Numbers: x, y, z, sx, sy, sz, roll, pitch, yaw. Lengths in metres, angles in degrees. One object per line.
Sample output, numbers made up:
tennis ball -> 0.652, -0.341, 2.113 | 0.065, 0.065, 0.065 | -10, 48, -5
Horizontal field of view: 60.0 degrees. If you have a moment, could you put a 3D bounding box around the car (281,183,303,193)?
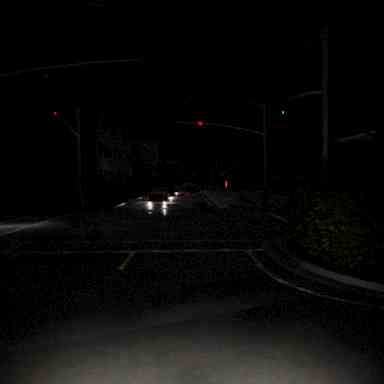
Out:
car -> 15.263, -0.538, 52.100 | 2.007, 1.523, 4.514 | -1, 2, 0

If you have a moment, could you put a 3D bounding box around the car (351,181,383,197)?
car -> 22.256, -0.468, 42.123 | 1.932, 1.855, 4.605 | -1, 2, 0

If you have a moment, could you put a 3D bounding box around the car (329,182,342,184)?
car -> 25.301, -1.045, 59.514 | 2.152, 1.636, 5.027 | -1, 2, 0

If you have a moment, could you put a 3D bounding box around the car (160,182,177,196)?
car -> -3.750, -0.473, 48.319 | 2.150, 2.045, 5.566 | -1, 2, -1

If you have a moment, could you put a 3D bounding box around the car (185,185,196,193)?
car -> -0.177, -0.567, 58.719 | 1.812, 1.442, 4.674 | -1, 2, 0

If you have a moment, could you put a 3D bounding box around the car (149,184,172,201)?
car -> -3.720, 0.147, 37.792 | 1.882, 1.535, 5.008 | -1, 2, 0

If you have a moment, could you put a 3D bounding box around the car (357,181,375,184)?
car -> 19.012, -0.181, 34.242 | 1.905, 1.878, 3.866 | -1, 2, 0
